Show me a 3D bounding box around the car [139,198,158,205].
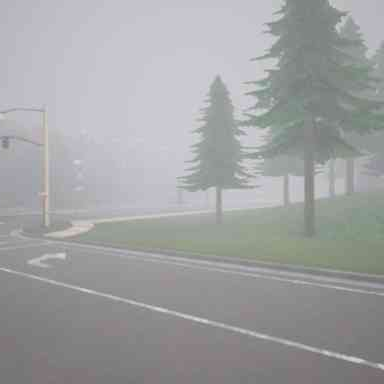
[{"bbox_3d":[-9.103,1.960,69.326,1.812,1.442,4.674,-1,0,35],"label":"car"}]

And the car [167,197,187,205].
[{"bbox_3d":[-2.929,1.876,65.997,1.837,1.490,4.892,-1,0,36],"label":"car"}]
